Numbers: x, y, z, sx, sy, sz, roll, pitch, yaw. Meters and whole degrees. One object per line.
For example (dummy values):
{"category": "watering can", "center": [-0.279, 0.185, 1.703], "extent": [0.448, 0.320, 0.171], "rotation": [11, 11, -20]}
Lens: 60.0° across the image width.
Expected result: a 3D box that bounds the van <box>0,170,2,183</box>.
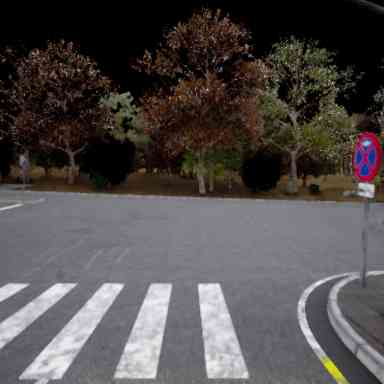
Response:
{"category": "van", "center": [-20.348, -1.406, 32.794], "extent": [1.878, 1.987, 4.442], "rotation": [1, 5, -14]}
